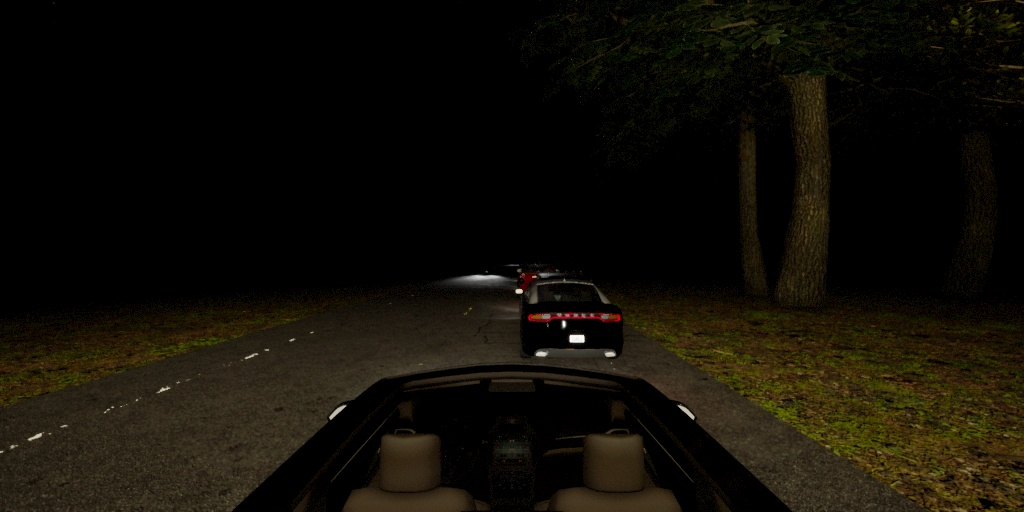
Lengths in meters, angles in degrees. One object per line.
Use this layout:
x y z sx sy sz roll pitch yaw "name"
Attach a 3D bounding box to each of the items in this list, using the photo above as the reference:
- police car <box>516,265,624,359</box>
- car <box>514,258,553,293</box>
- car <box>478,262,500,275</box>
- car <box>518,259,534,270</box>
1.119 1.169 8.549 1.930 1.638 5.238 0 0 1 "police car"
1.329 1.082 18.370 2.097 1.767 4.553 0 0 2 "car"
-2.445 1.296 38.790 1.895 1.301 4.718 0 0 3 "car"
2.017 1.225 50.941 2.033 1.411 5.357 0 0 4 "car"
